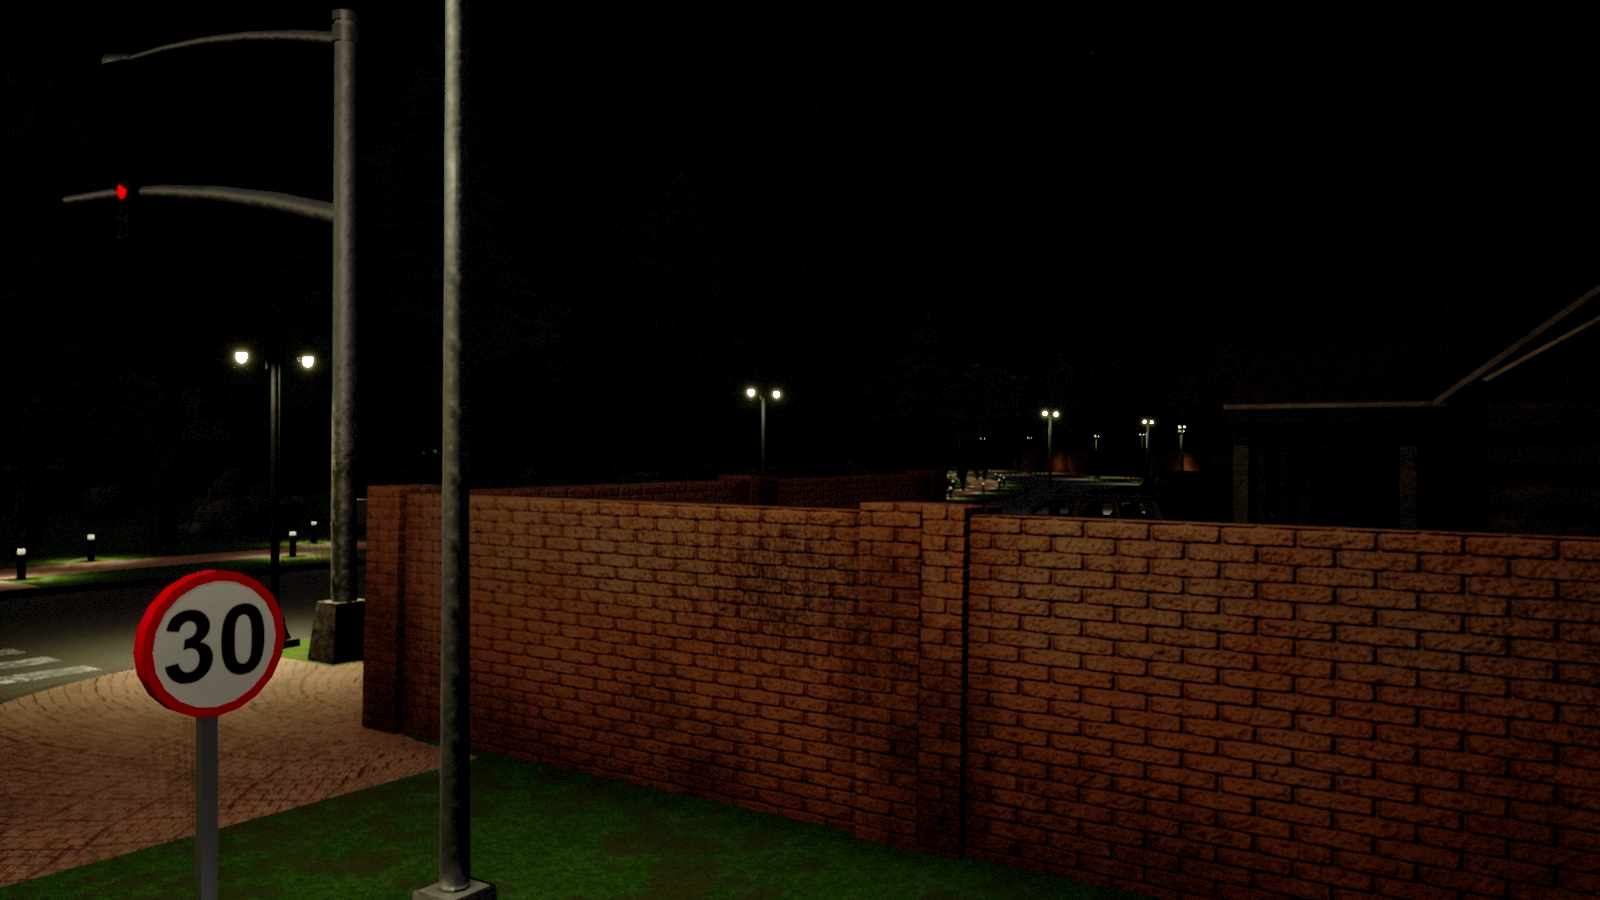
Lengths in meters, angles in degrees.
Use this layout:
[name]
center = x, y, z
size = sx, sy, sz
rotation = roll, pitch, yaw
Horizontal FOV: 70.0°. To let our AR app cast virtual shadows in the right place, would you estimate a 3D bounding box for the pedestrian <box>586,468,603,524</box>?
[pedestrian]
center = -6.932, 1.557, 38.539
size = 0.375, 1.860, 0.375
rotation = 0, 0, 40
